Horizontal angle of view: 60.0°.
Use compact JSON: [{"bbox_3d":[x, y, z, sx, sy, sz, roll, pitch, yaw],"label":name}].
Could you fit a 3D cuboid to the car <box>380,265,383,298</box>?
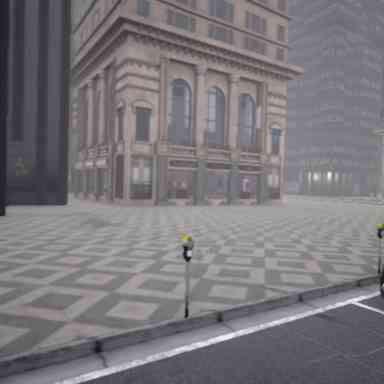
[{"bbox_3d":[5.646,1.447,6.733,4.097,1.590,1.967,1,1,-33],"label":"car"}]
